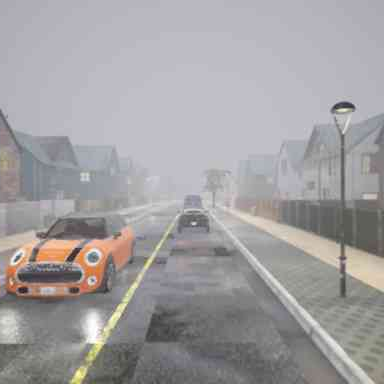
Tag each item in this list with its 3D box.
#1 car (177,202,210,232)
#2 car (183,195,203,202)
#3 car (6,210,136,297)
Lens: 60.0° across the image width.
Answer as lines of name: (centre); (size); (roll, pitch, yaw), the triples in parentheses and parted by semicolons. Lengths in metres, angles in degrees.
car: (0.093, 1.553, 20.357); (1.812, 1.442, 4.674); (0, 0, 0)
car: (0.112, 1.327, 39.469); (2.150, 2.045, 5.566); (0, 0, 0)
car: (-2.837, 1.357, 8.811); (2.097, 1.767, 4.553); (0, 0, 0)
